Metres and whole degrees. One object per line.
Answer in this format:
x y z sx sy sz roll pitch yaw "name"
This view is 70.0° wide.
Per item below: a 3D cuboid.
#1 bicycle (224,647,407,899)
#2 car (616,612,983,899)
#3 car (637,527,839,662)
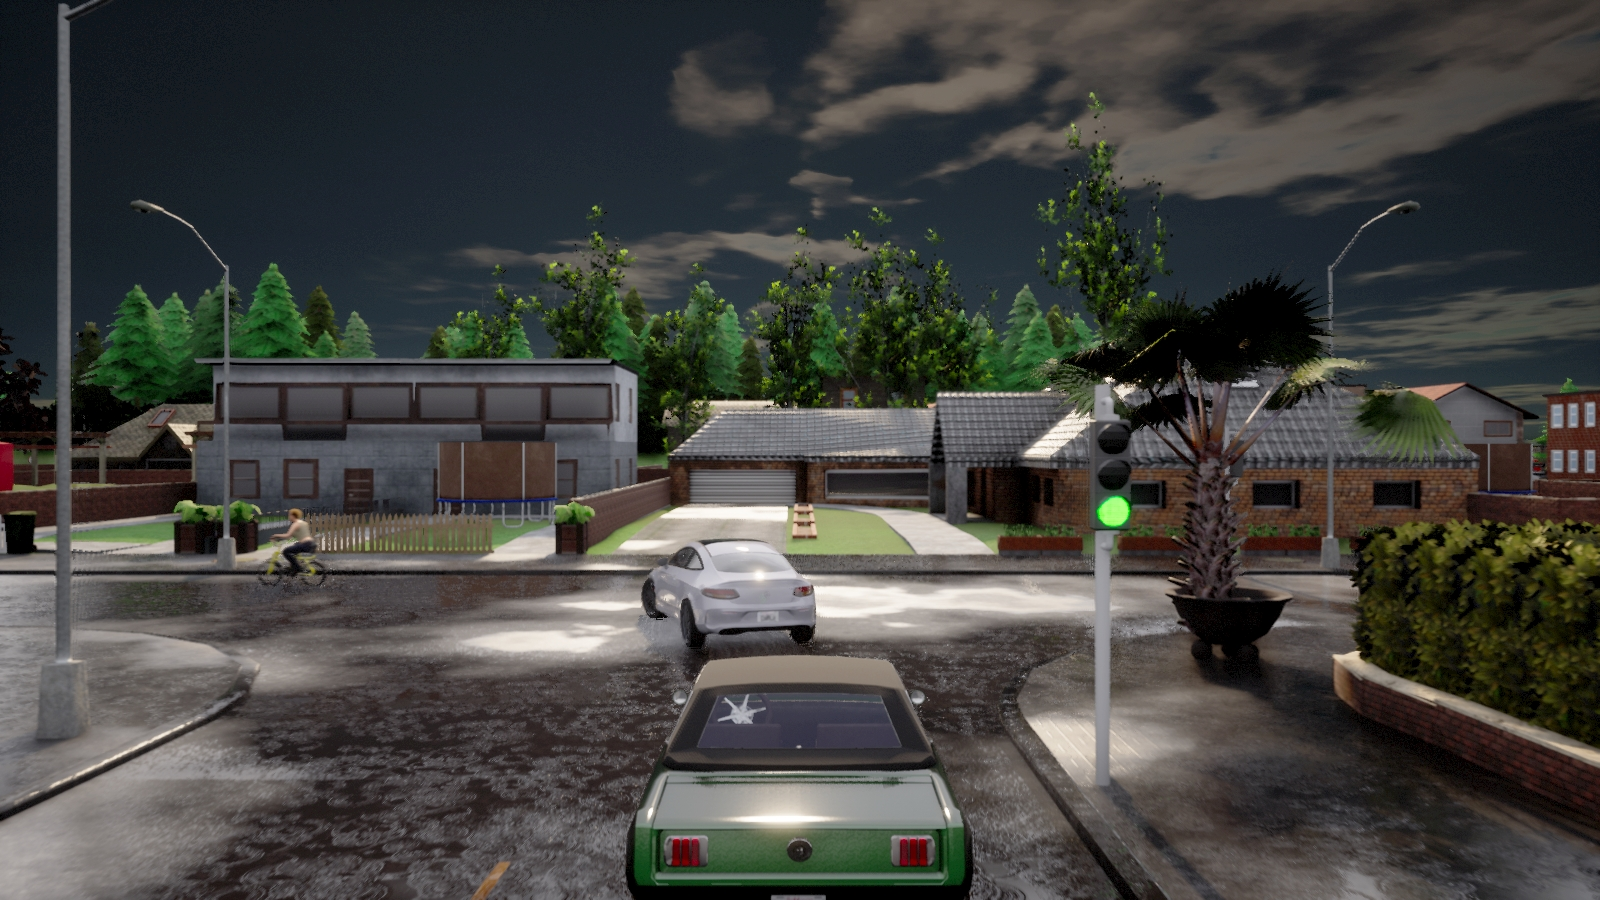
-2.807 2.060 6.792 0.329 1.471 1.835 0 0 -1 "bicycle"
-0.008 2.155 8.256 1.895 1.301 4.718 0 0 0 "car"
-1.133 2.081 17.625 2.002 1.442 4.674 0 0 -18 "car"
